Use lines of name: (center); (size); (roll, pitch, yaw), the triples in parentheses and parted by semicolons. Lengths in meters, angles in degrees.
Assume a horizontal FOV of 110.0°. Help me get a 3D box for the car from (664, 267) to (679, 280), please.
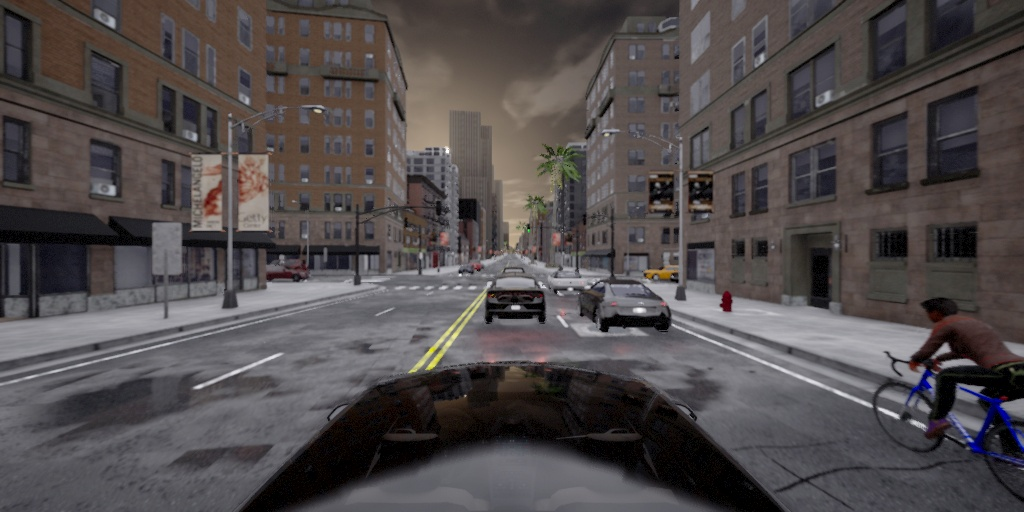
car: (16.222, 1.866, 31.644); (4.313, 1.339, 1.948); (0, 0, 0)

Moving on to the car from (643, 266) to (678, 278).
car: (16.340, 1.763, 37.598); (5.008, 1.535, 1.882); (0, 0, 0)

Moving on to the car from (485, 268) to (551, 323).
car: (0.105, 1.356, 12.804); (1.882, 1.535, 5.008); (0, -1, 0)

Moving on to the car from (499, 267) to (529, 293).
car: (0.109, 1.517, 24.278); (1.837, 1.490, 4.892); (0, -1, 0)

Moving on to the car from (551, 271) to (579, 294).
car: (3.307, 1.591, 22.366); (1.895, 1.301, 4.718); (0, -1, 0)

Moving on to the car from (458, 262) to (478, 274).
car: (-6.572, 1.901, 52.072); (1.994, 1.385, 4.181); (0, -1, 0)

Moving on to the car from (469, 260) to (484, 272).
car: (-6.540, 1.671, 61.850); (2.150, 2.045, 5.566); (0, -1, 0)

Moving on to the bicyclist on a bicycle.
bicyclist on a bicycle: (4.145, 1.222, 3.306); (0.582, 1.620, 1.656); (0, -1, 0)

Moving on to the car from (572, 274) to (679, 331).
car: (3.345, 1.426, 11.408); (1.994, 1.385, 4.181); (0, -1, 0)

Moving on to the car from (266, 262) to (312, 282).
car: (-20.440, 1.503, 31.845); (4.674, 1.442, 1.812); (1, 0, -9)

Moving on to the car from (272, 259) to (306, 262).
car: (-23.878, 1.253, 37.163); (5.009, 1.841, 2.192); (0, 0, -9)
